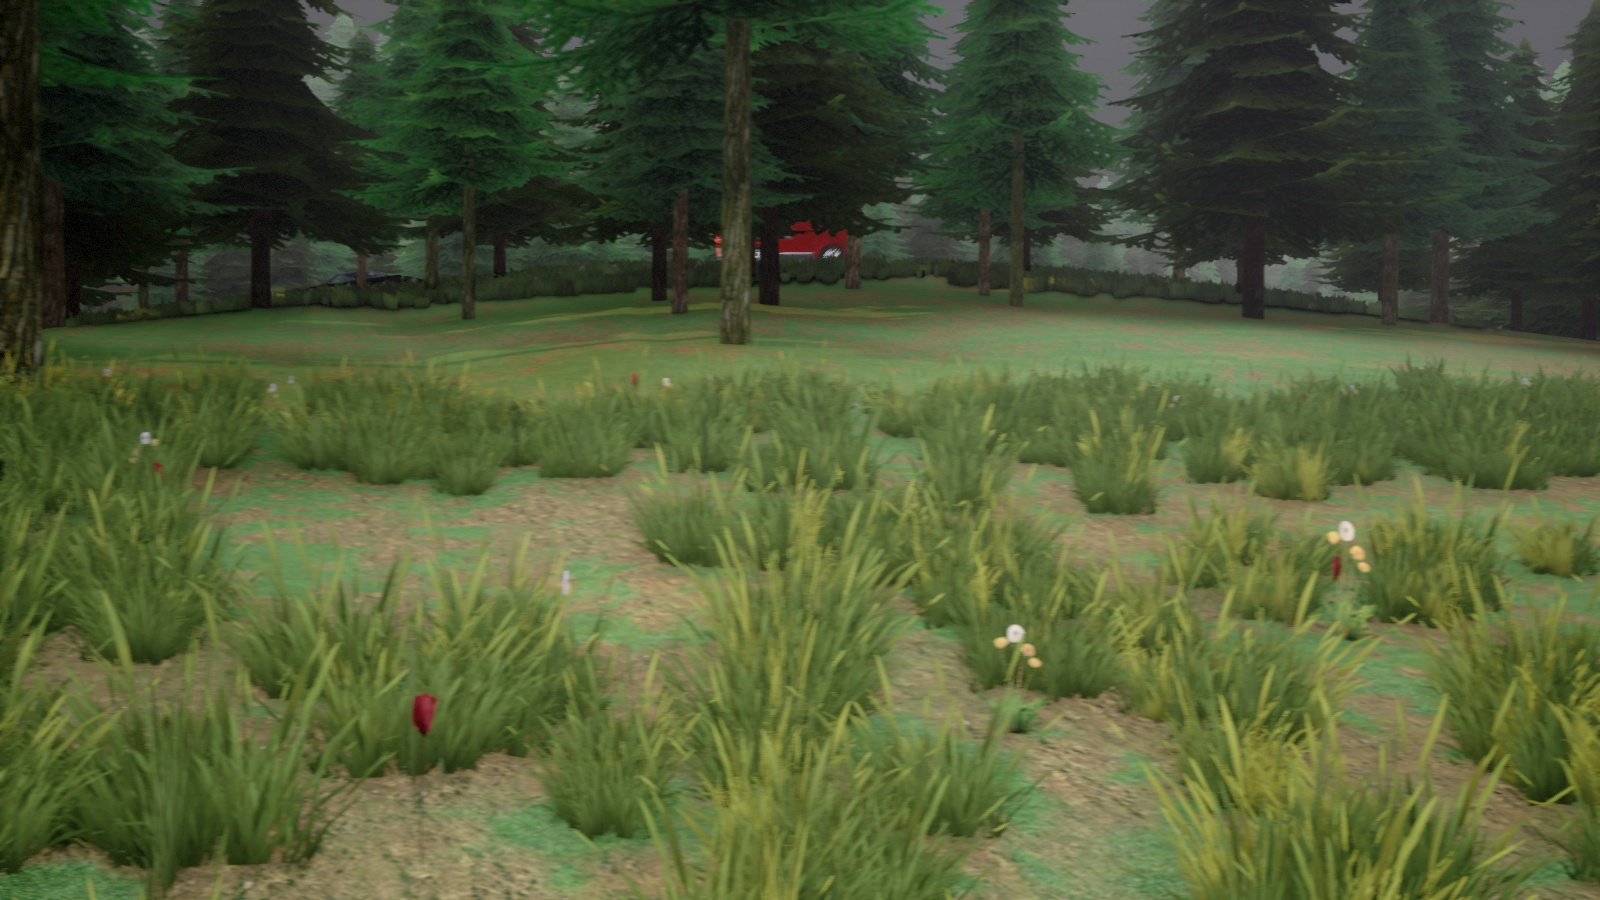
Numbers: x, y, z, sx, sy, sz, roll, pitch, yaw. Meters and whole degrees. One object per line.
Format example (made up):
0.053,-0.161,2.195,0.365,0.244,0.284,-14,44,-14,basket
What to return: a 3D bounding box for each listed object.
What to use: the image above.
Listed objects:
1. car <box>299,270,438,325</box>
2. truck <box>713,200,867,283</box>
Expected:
-16.185,-5.687,47.081,4.718,1.301,1.895,-5,-1,21,car
-0.433,-7.529,45.606,5.204,2.467,2.627,-3,2,-7,truck
